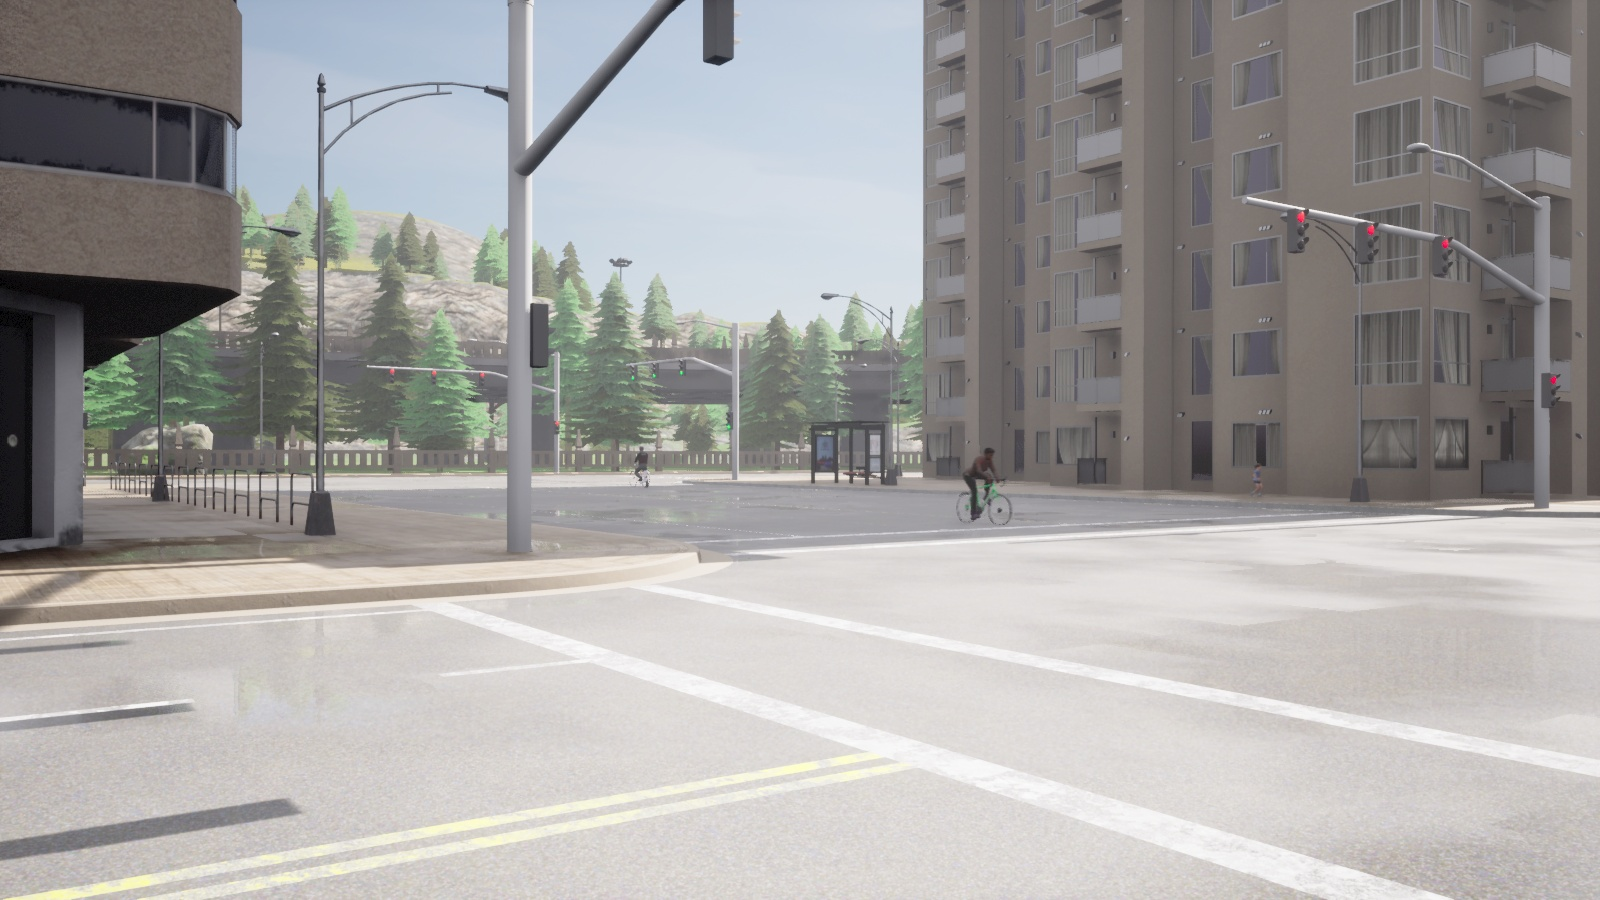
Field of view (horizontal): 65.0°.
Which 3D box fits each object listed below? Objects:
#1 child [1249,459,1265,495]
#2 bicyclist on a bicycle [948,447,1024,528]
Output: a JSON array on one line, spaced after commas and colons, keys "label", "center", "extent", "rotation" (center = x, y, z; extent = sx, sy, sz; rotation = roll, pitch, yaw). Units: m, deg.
[{"label": "child", "center": [14.290, 0.849, 39.259], "extent": [0.255, 1.110, 0.394], "rotation": [0, 0, -36]}, {"label": "bicyclist on a bicycle", "center": [3.855, 0.754, 26.151], "extent": [0.582, 1.620, 1.656], "rotation": [0, 0, -35]}]
